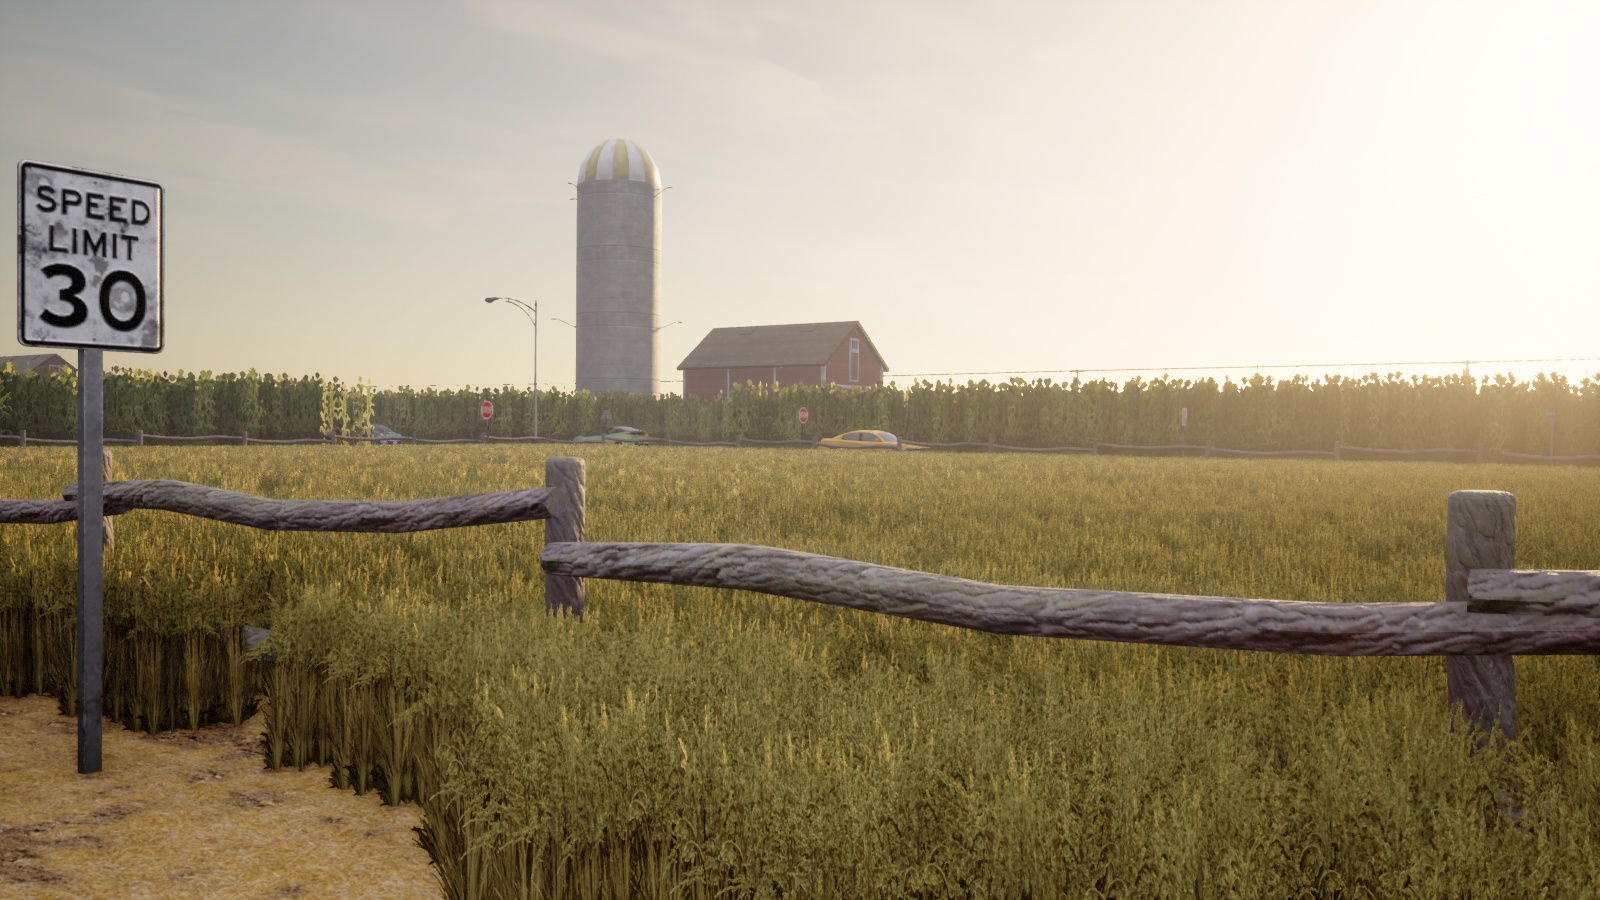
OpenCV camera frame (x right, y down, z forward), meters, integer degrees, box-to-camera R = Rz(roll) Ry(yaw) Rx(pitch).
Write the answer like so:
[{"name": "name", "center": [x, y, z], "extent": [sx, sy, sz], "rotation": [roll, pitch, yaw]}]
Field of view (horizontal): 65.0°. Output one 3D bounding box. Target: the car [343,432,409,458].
[{"name": "car", "center": [-24.831, -0.291, 73.466], "extent": [3.633, 1.501, 1.845], "rotation": [0, 1, 36]}]

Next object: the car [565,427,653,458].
[{"name": "car", "center": [-10.178, -0.375, 66.797], "extent": [4.514, 1.525, 2.007], "rotation": [-1, 1, 36]}]

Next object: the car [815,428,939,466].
[{"name": "car", "center": [3.234, -0.156, 53.398], "extent": [5.008, 1.535, 1.882], "rotation": [1, 1, 36]}]
